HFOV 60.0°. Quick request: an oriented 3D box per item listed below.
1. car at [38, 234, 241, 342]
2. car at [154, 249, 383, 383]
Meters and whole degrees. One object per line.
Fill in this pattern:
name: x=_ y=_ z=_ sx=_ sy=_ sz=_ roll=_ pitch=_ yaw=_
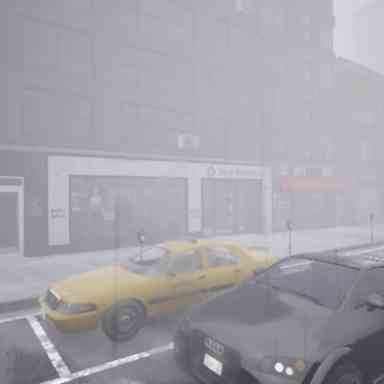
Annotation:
car: x=-0.291 y=1.545 z=6.446 sx=4.829 sy=1.417 sz=1.752 roll=0 pitch=-1 yaw=-35
car: x=1.839 y=1.588 z=4.557 sx=4.181 sy=1.385 sz=1.994 roll=0 pitch=0 yaw=-35
